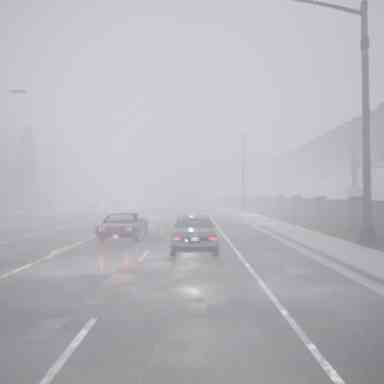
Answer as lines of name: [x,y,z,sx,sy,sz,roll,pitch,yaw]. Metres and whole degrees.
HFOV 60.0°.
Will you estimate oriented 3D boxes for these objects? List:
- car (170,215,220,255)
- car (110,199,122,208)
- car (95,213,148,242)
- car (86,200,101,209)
car: [0.092,1.636,13.605,2.033,1.411,5.357,0,0,0]
car: [-12.890,1.984,56.445,1.882,1.535,5.008,0,-1,-11]
car: [-3.408,1.712,17.047,1.895,1.301,4.718,0,0,0]
car: [-16.042,2.010,54.280,1.994,1.385,4.181,0,-1,-10]
